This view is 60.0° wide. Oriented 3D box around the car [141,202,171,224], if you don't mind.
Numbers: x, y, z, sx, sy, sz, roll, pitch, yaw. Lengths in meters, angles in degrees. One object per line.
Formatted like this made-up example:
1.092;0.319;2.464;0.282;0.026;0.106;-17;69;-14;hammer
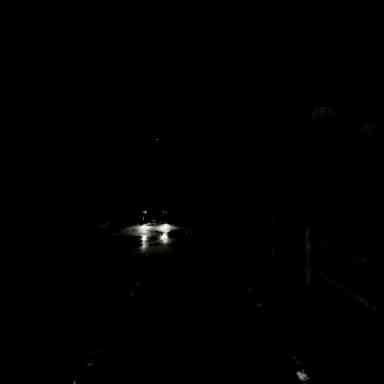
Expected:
-2.846;1.596;27.091;2.097;1.767;4.553;0;-1;0;car

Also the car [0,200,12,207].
-38.896;2.314;66.825;4.892;1.490;1.837;0;0;0;car

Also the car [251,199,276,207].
14.304;2.136;66.726;5.008;1.535;1.882;0;0;0;car
